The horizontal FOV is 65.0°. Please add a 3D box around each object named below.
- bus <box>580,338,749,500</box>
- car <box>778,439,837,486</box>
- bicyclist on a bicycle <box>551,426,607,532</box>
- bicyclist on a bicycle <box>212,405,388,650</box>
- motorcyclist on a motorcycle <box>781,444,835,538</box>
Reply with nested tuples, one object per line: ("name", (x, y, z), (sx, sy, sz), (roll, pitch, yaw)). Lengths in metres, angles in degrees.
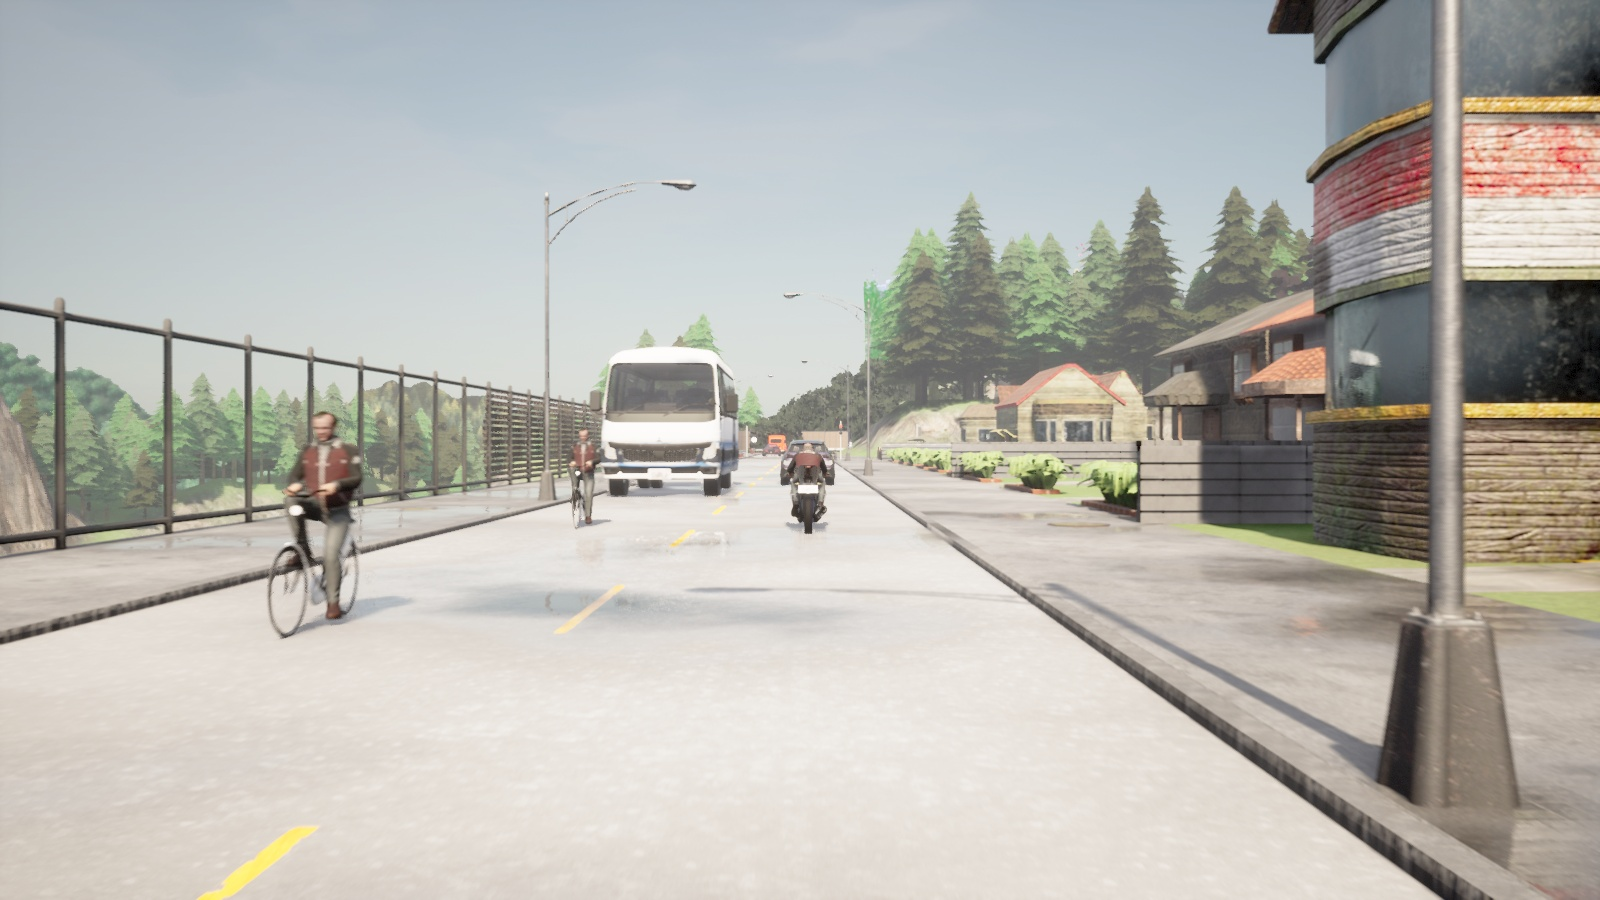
("bus", (-3.767, -0.848, 38.106), (3.944, 4.253, 10.273), (0, 0, 0))
("car", (0.277, 0.418, 45.984), (2.033, 1.649, 4.856), (0, 0, 0))
("bicyclist on a bicycle", (-3.859, 0.490, 22.063), (0.659, 1.776, 1.843), (0, 0, 0))
("bicyclist on a bicycle", (-3.928, 0.557, 10.028), (0.659, 1.776, 1.843), (0, 0, 0))
("motorcyclist on a motorcycle", (0.138, 0.660, 21.564), (0.866, 1.530, 2.191), (0, 0, 0))
